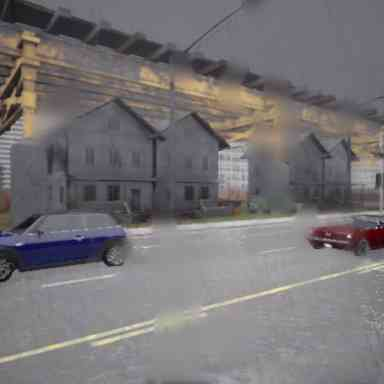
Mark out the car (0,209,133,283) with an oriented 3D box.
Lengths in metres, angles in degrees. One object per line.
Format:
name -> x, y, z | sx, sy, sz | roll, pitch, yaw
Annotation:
car -> -4.115, 1.325, 9.650 | 4.553, 1.767, 2.097 | 0, 0, -35

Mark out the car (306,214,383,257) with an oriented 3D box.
car -> 6.551, 1.559, 12.876 | 4.718, 1.301, 1.895 | 0, 0, -35
